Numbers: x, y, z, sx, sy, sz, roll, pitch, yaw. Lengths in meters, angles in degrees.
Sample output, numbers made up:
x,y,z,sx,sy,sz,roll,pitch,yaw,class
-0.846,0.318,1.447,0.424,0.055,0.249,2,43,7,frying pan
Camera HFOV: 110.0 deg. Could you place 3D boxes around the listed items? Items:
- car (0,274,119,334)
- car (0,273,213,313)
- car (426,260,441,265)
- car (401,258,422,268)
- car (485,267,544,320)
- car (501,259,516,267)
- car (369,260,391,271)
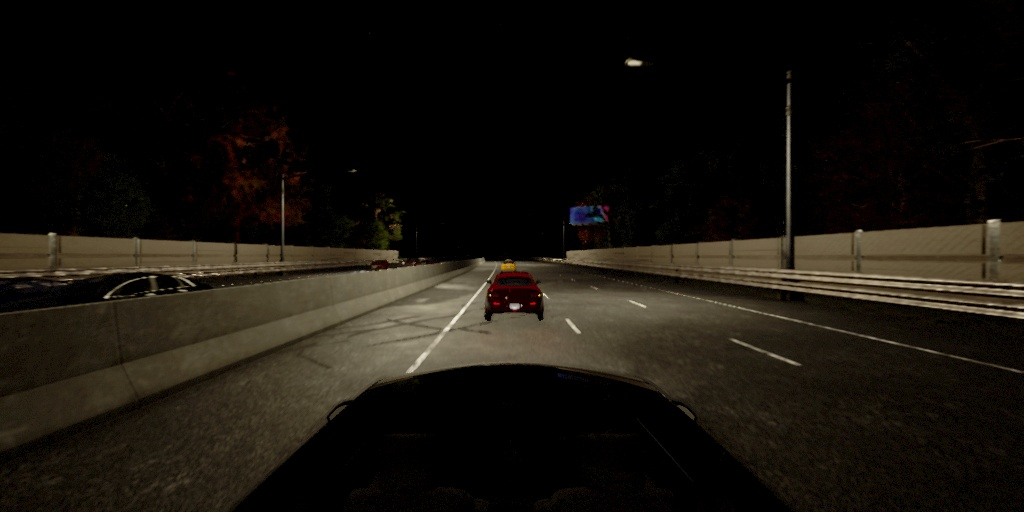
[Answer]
x,y,z,sx,sy,sz,roll,pitch,yaw,class
-14.126,1.312,9.905,1.994,1.385,4.181,0,0,0,car
-10.625,1.252,9.693,1.837,1.490,4.892,0,0,0,car
-11.282,1.236,51.921,1.812,1.442,4.674,0,0,-1,car
-14.815,1.063,53.124,2.097,1.767,4.553,0,0,-1,car
0.072,1.267,12.519,1.812,1.442,4.674,0,0,0,car
-0.411,1.170,43.956,1.801,1.575,5.366,0,0,-1,car
-18.235,1.241,49.663,1.812,1.442,4.674,0,0,-1,car
